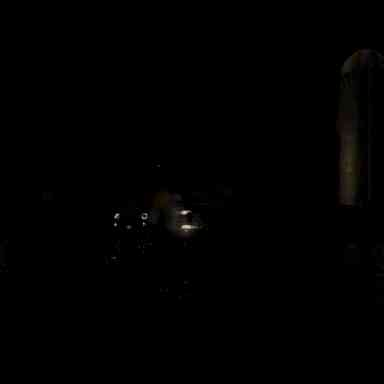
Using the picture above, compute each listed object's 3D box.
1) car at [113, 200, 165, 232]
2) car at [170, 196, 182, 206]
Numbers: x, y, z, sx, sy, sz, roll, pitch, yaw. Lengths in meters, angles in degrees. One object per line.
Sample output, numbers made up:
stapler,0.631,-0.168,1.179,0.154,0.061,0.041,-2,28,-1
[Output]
car,-3.105,1.335,20.219,2.097,1.767,4.553,0,0,8
car,-2.605,1.381,55.257,1.882,1.535,5.008,0,0,0
